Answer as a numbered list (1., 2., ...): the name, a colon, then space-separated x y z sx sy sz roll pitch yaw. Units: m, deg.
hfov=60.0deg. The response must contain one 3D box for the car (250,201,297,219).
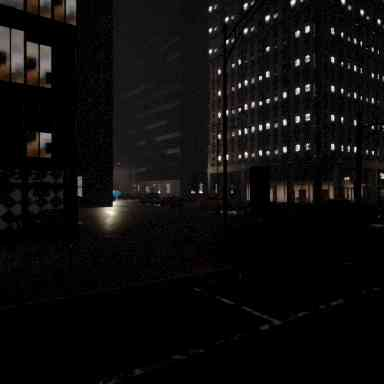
1. car: 6.401 1.399 26.551 1.802 1.307 4.206 1 0 -32

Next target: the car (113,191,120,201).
1. car: -14.992 0.919 58.883 1.887 1.381 4.507 1 0 -35

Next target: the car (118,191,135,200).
1. car: -13.127 0.876 65.724 1.994 1.385 4.181 0 1 -36

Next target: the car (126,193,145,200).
1. car: -11.522 0.864 67.789 1.947 1.339 4.313 1 0 -36

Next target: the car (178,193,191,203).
1. car: -1.876 0.926 54.343 1.967 1.590 4.097 1 0 -35

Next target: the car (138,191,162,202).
1. car: -7.308 0.779 57.550 2.097 1.767 4.553 0 1 -35

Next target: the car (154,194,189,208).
1. car: -2.496 1.211 40.507 1.802 1.307 4.206 1 0 -33

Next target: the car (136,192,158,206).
1. car: -5.445 1.094 45.003 1.752 1.417 4.829 1 0 -33

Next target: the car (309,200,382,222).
1. car: 11.096 1.354 24.171 2.128 1.511 4.902 0 1 -35

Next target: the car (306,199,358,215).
1. car: 13.020 1.377 31.244 1.802 1.307 4.206 1 0 -32

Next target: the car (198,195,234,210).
1. car: 2.657 1.165 37.228 1.882 1.535 5.008 0 1 -33
